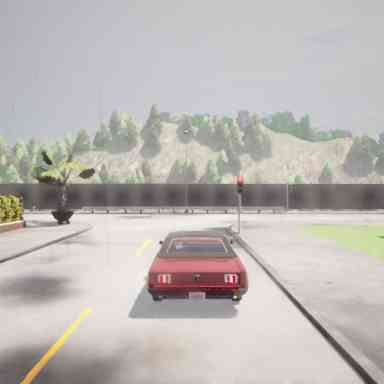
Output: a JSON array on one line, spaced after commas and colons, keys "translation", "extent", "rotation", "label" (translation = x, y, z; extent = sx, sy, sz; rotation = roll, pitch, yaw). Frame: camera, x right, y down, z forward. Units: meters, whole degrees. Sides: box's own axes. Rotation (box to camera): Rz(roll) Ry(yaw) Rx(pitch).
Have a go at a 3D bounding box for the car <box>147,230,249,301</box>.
[{"translation": [0.102, 1.601, 8.258], "extent": [1.895, 1.301, 4.718], "rotation": [0, 0, 0], "label": "car"}]
